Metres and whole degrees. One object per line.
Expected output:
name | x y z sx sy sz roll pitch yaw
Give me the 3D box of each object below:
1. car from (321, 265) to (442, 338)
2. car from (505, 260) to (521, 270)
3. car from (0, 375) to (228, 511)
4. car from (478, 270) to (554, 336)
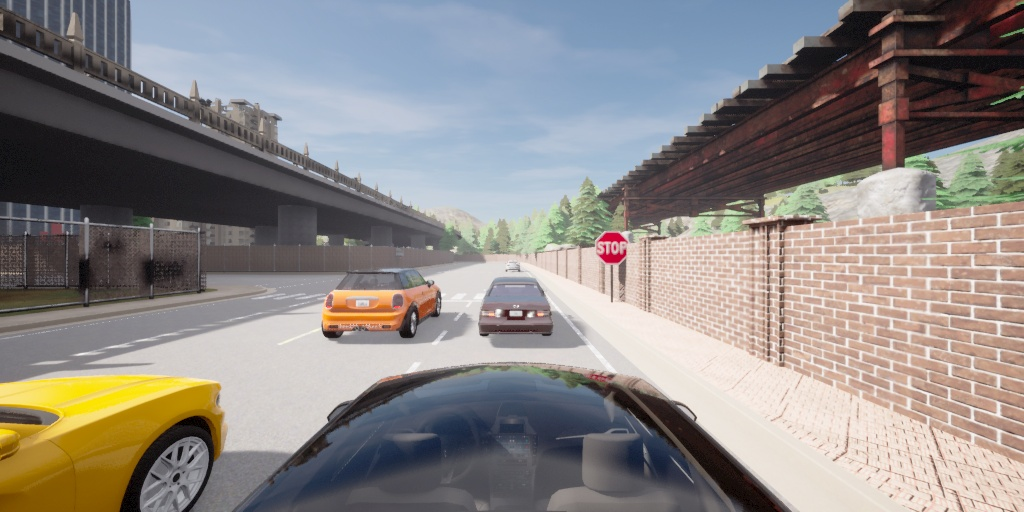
car | -3.414 1.102 10.306 2.097 1.767 4.553 0 0 0
car | 0.106 1.276 46.209 1.812 1.442 4.674 0 0 -1
car | -3.397 1.228 1.049 1.882 1.535 5.008 0 0 0
car | 0.087 1.297 10.326 2.033 1.411 5.357 0 0 0
